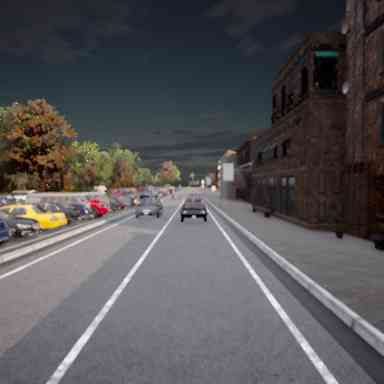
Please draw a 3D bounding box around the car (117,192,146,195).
[{"bbox_3d":[-9.050,1.132,42.834,5.366,1.575,1.946,0,1,0],"label":"car"}]

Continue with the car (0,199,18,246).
[{"bbox_3d":[-9.360,1.290,12.219,4.553,1.767,2.185,0,1,0],"label":"car"}]

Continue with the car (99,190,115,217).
[{"bbox_3d":[-9.292,1.038,26.134,5.566,2.045,2.435,0,1,0],"label":"car"}]

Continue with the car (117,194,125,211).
[{"bbox_3d":[-9.285,1.239,31.702,4.892,1.521,2.231,0,1,0],"label":"car"}]

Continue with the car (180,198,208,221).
[{"bbox_3d":[0.137,1.378,24.816,1.895,1.301,4.718,0,1,0],"label":"car"}]

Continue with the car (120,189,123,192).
[{"bbox_3d":[-21.689,0.506,88.515,4.792,1.488,2.163,0,1,0],"label":"car"}]

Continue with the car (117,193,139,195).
[{"bbox_3d":[-9.279,1.190,40.052,4.792,1.488,2.163,0,1,0],"label":"car"}]

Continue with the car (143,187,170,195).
[{"bbox_3d":[-9.135,0.257,85.759,5.566,2.045,2.435,0,1,0],"label":"car"}]

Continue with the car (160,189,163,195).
[{"bbox_3d":[-9.275,0.706,71.636,4.674,1.452,2.002,0,1,0],"label":"car"}]

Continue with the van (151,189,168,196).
[{"bbox_3d":[-9.215,0.186,94.116,4.442,1.987,1.878,0,1,0],"label":"van"}]

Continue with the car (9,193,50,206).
[{"bbox_3d":[-22.270,0.981,45.688,4.553,1.767,2.185,0,1,0],"label":"car"}]

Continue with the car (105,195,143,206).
[{"bbox_3d":[-9.237,1.150,45.477,4.674,1.452,2.002,-1,1,1],"label":"car"}]

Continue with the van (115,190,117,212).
[{"bbox_3d":[-9.190,1.039,28.793,4.442,1.987,1.878,0,1,0],"label":"van"}]

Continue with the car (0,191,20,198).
[{"bbox_3d":[-22.375,1.060,37.208,4.553,1.767,2.185,0,1,0],"label":"car"}]

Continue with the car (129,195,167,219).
[{"bbox_3d":[-3.309,1.251,26.554,2.128,1.511,4.902,0,1,0],"label":"car"}]

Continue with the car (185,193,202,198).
[{"bbox_3d":[0.163,0.962,41.731,2.097,1.767,4.553,0,1,0],"label":"car"}]

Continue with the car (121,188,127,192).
[{"bbox_3d":[-21.668,0.193,91.335,5.566,2.045,2.435,0,1,0],"label":"car"}]

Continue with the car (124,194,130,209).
[{"bbox_3d":[-9.249,1.242,34.486,4.792,1.488,2.163,0,1,0],"label":"car"}]

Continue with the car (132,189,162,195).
[{"bbox_3d":[-9.323,0.728,68.809,4.792,1.488,2.163,0,1,0],"label":"car"}]

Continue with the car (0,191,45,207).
[{"bbox_3d":[-22.344,0.881,42.902,5.566,2.045,2.435,0,1,0],"label":"car"}]

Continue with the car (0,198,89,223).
[{"bbox_3d":[-9.342,1.342,20.570,4.892,1.521,2.231,0,1,0],"label":"car"}]

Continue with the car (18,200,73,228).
[{"bbox_3d":[-9.548,1.363,17.788,5.366,1.575,1.946,0,1,0],"label":"car"}]

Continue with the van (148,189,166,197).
[{"bbox_3d":[-9.258,0.251,88.586,4.442,1.987,1.878,0,1,0],"label":"van"}]

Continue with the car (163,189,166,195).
[{"bbox_3d":[-9.414,0.600,77.287,5.366,1.575,1.946,0,1,0],"label":"car"}]

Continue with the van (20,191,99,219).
[{"bbox_3d":[-9.218,1.090,23.351,4.442,1.987,1.878,0,1,0],"label":"van"}]

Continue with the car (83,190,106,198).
[{"bbox_3d":[-21.798,0.507,74.521,4.553,1.767,2.185,0,1,0],"label":"car"}]

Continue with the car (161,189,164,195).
[{"bbox_3d":[-9.253,0.675,74.461,4.674,1.452,2.002,0,1,0],"label":"car"}]

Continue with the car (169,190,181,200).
[{"bbox_3d":[-3.146,0.834,67.696,1.812,1.442,4.674,0,1,0],"label":"car"}]

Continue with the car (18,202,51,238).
[{"bbox_3d":[-9.383,1.392,15.004,4.892,1.521,2.231,0,0,0],"label":"car"}]

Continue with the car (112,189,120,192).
[{"bbox_3d":[-21.711,0.537,85.691,4.792,1.488,2.163,0,1,0],"label":"car"}]
